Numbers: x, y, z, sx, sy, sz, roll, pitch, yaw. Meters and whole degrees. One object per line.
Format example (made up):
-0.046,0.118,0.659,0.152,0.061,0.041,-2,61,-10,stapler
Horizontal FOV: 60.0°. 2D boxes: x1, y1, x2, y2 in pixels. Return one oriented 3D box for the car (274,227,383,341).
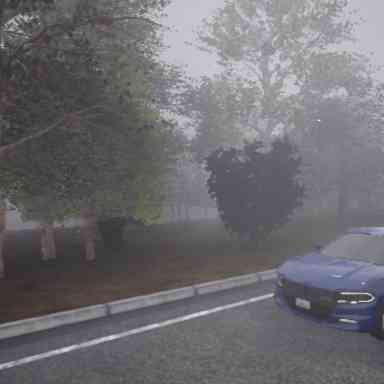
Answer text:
3.775,1.479,6.685,5.008,1.535,1.882,0,0,-35,car
